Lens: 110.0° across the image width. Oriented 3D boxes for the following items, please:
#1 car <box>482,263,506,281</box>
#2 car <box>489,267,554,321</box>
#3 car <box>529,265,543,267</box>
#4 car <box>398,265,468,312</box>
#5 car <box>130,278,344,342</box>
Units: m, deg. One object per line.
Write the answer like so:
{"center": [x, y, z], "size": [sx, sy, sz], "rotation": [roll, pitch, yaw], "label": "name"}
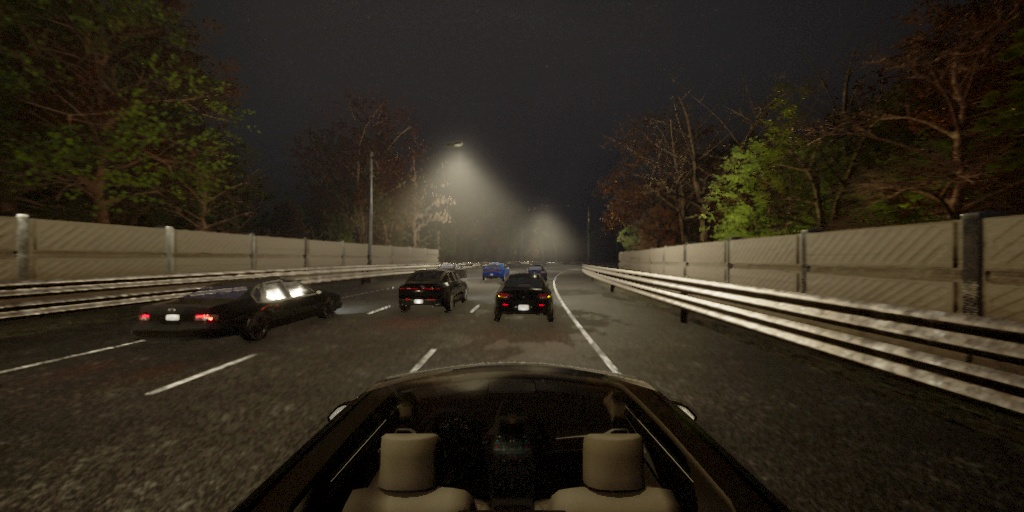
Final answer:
{"center": [-1.371, 1.406, 32.065], "size": [1.882, 1.535, 5.008], "rotation": [0, -1, 7], "label": "car"}
{"center": [0.431, 1.293, 12.410], "size": [1.812, 1.442, 4.674], "rotation": [0, 0, 3], "label": "car"}
{"center": [2.133, 1.508, 31.867], "size": [1.994, 1.385, 4.181], "rotation": [0, -1, 7], "label": "car"}
{"center": [-2.979, 1.274, 14.297], "size": [1.837, 1.490, 4.892], "rotation": [0, 0, 3], "label": "car"}
{"center": [-6.716, 1.290, 9.697], "size": [2.033, 1.411, 5.357], "rotation": [0, 0, 2], "label": "car"}
